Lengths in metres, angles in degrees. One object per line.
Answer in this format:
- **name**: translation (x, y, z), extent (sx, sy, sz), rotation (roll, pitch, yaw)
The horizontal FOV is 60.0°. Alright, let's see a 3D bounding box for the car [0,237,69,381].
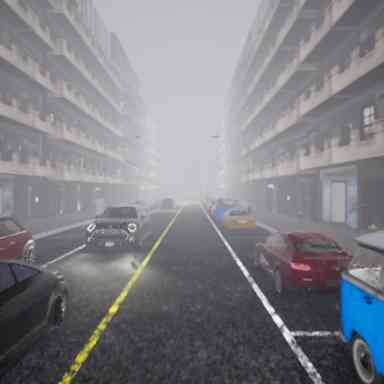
- **car**: translation (-3.082, 1.564, 3.948), extent (1.994, 1.385, 4.181), rotation (0, 0, 1)

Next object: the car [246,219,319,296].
- **car**: translation (2.682, 1.583, 8.397), extent (1.802, 1.307, 4.206), rotation (-1, 0, 0)

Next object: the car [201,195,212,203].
- **car**: translation (2.680, 1.576, 48.191), extent (1.887, 1.381, 4.507), rotation (-1, 0, 0)

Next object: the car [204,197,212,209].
- **car**: translation (2.682, 1.584, 36.822), extent (1.947, 1.339, 4.313), rotation (-1, 0, 0)

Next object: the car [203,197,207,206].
- **car**: translation (2.681, 1.606, 42.506), extent (1.802, 1.307, 4.206), rotation (-1, 0, 0)

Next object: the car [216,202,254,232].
- **car**: translation (2.681, 1.531, 19.937), extent (1.752, 1.417, 4.829), rotation (-1, 0, 0)

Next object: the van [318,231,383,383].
- **van**: translation (2.682, 1.342, 2.713), extent (1.690, 1.788, 3.998), rotation (-1, 0, 0)

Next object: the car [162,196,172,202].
- **car**: translation (-5.701, 1.620, 76.618), extent (1.887, 1.381, 4.507), rotation (-1, 0, 0)

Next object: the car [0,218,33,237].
- **car**: translation (-5.709, 1.441, 8.400), extent (1.967, 1.590, 4.097), rotation (-1, 0, 0)

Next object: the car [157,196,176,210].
- **car**: translation (-3.083, 1.529, 43.198), extent (1.837, 1.490, 4.892), rotation (0, 0, 0)

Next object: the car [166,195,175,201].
- **car**: translation (-5.701, 1.645, 87.988), extent (1.887, 1.381, 4.507), rotation (-1, 0, 0)

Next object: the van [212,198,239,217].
- **van**: translation (2.679, 1.350, 25.453), extent (1.690, 1.788, 3.998), rotation (-1, 0, 0)

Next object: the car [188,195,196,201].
- **car**: translation (0.000, 1.597, 91.003), extent (2.033, 1.411, 5.357), rotation (0, 0, 0)

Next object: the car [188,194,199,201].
- **car**: translation (0.000, 1.300, 79.567), extent (2.097, 1.767, 4.553), rotation (0, 0, 0)

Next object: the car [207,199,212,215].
- **car**: translation (2.682, 1.595, 31.137), extent (1.802, 1.307, 4.206), rotation (-1, 0, 0)

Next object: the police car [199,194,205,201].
- **police car**: translation (3.000, 1.483, 65.908), extent (1.930, 1.638, 5.238), rotation (0, 0, 0)

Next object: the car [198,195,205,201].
- **car**: translation (2.679, 1.640, 93.839), extent (1.752, 1.417, 4.829), rotation (-1, 0, 0)

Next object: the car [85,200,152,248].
- **car**: translation (-3.053, 1.354, 14.612), extent (2.097, 1.767, 4.553), rotation (0, 0, 1)

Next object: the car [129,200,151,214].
- **car**: translation (-5.698, 1.599, 36.824), extent (1.802, 1.307, 4.206), rotation (-1, 0, 0)

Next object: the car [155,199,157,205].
- **car**: translation (-5.700, 1.572, 59.394), extent (1.752, 1.417, 4.829), rotation (-1, 0, 0)
